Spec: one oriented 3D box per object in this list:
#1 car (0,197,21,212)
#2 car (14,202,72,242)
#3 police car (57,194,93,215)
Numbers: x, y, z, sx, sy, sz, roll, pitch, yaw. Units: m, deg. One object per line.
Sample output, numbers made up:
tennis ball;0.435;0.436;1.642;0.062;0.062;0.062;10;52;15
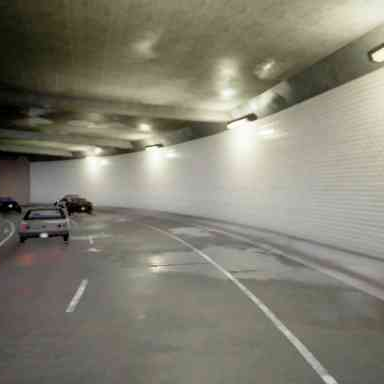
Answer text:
car;-16.753;1.133;29.414;4.181;1.385;1.994;1;1;43
car;-6.620;1.374;15.089;1.895;1.301;4.718;0;1;-22
police car;-9.817;1.013;27.161;1.930;1.638;5.238;-1;1;-38
